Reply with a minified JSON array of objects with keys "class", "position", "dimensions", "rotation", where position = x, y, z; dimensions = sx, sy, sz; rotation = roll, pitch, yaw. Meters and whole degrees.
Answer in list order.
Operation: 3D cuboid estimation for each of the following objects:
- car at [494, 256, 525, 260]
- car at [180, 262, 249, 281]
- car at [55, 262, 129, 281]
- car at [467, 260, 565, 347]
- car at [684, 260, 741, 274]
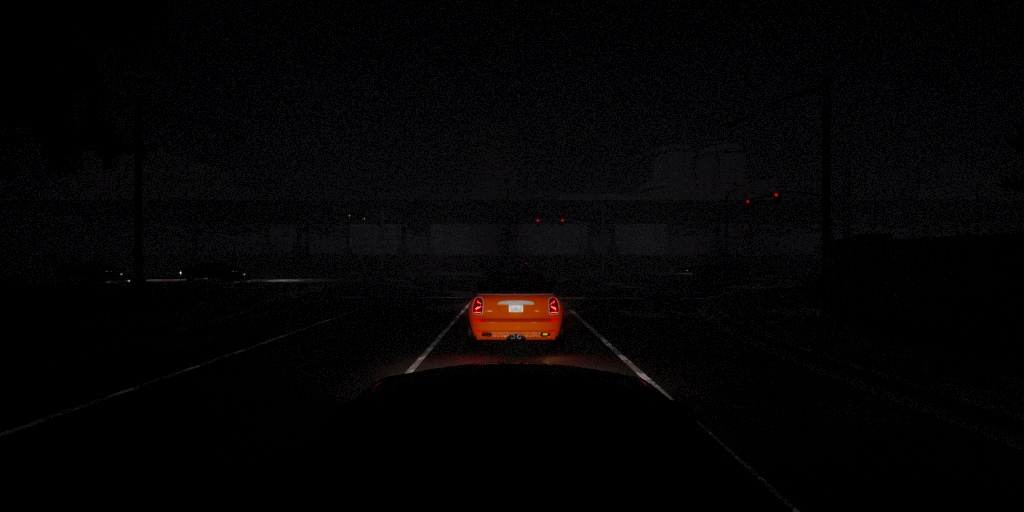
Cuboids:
[{"class":"car","position":[-1.004,0.967,39.639],"dimensions":[5.566,2.045,2.150],"rotation":[0,0,1]},{"class":"car","position":[-24.460,1.242,29.537],"dimensions":[4.902,1.511,2.128],"rotation":[0,0,1]},{"class":"car","position":[-34.853,1.242,29.842],"dimensions":[4.902,1.511,2.128],"rotation":[0,0,2]},{"class":"car","position":[0.081,1.103,9.502],"dimensions":[2.097,1.767,4.553],"rotation":[0,0,0]},{"class":"car","position":[21.786,1.184,39.074],"dimensions":[5.357,1.411,2.033],"rotation":[-1,0,1]}]
